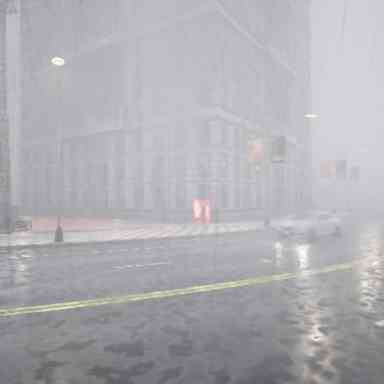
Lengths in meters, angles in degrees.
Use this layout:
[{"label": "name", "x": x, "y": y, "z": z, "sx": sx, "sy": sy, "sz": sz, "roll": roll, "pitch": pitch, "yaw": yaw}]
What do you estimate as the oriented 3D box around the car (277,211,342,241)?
[{"label": "car", "x": 6.704, "y": 1.839, "z": 18.697, "sx": 4.674, "sy": 1.442, "sz": 1.812, "roll": 1, "pitch": -1, "yaw": -40}]
